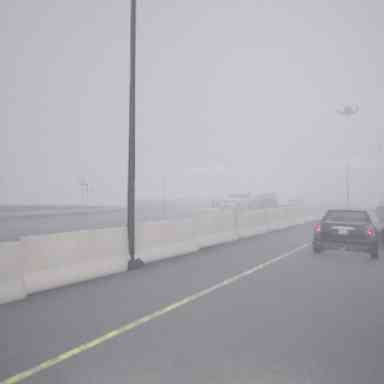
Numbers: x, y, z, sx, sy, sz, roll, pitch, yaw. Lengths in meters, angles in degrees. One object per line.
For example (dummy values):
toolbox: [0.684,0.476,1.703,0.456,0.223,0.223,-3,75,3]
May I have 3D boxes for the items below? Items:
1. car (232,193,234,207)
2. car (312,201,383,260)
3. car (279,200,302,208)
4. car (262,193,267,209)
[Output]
car: [5.936,1.155,43.244,2.150,2.045,5.566,0,0,35]
car: [6.201,1.329,12.737,2.097,1.767,4.553,0,0,35]
car: [11.766,1.460,39.367,1.812,1.442,4.674,0,0,35]
car: [8.811,1.155,41.251,2.150,2.045,5.566,0,0,35]
